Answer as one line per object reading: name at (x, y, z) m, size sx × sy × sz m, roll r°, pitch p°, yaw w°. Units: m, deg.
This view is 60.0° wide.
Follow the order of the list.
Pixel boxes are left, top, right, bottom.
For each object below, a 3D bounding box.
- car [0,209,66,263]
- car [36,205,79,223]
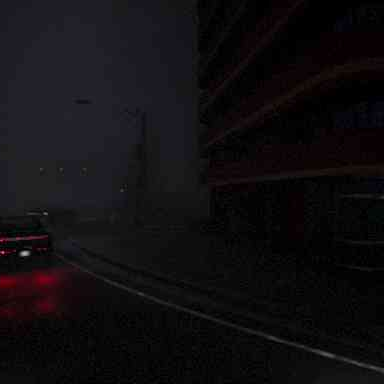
car at (-6.235, 1.595, 11.749) m, size 2.128 × 1.511 × 4.902 m, roll 0°, pitch 0°, yaw -34°
car at (-10.175, 1.696, 24.635) m, size 2.128 × 1.511 × 4.902 m, roll -1°, pitch -1°, yaw 7°
